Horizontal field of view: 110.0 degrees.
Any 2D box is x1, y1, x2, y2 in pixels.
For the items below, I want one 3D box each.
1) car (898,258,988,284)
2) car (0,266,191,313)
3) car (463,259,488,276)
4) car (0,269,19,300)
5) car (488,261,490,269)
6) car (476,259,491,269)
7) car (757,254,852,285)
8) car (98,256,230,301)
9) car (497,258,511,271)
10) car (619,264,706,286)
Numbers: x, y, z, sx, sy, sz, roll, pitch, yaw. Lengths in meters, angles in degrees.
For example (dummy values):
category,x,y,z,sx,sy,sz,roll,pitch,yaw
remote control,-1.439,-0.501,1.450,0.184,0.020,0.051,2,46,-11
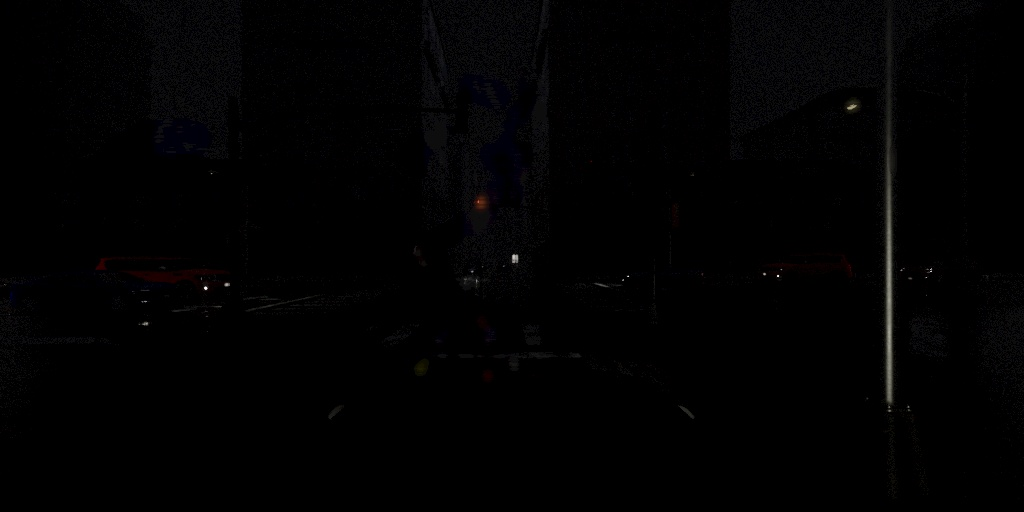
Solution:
category,x,y,z,sx,sy,sz,roll,pitch,yaw
car,30.072,0.982,25.122,4.553,1.767,2.097,0,0,-2
car,-15.791,1.280,13.760,5.008,1.535,1.882,0,0,-2
car,-3.982,1.260,37.507,2.128,1.511,4.902,0,0,-2
car,-26.566,1.369,16.676,4.674,1.442,1.812,0,0,-1
car,-4.263,1.285,47.893,1.837,1.490,4.892,0,0,-2
car,-4.542,1.282,58.289,2.128,1.511,4.902,0,0,-1
car,20.180,0.883,24.826,5.566,2.045,2.150,0,0,-2
car,-16.352,1.027,16.996,5.566,2.045,2.150,0,0,-2
car,-1.144,1.346,50.583,1.994,1.385,4.181,0,0,-2
car,10.222,1.244,24.519,5.357,1.411,2.033,0,0,-2
